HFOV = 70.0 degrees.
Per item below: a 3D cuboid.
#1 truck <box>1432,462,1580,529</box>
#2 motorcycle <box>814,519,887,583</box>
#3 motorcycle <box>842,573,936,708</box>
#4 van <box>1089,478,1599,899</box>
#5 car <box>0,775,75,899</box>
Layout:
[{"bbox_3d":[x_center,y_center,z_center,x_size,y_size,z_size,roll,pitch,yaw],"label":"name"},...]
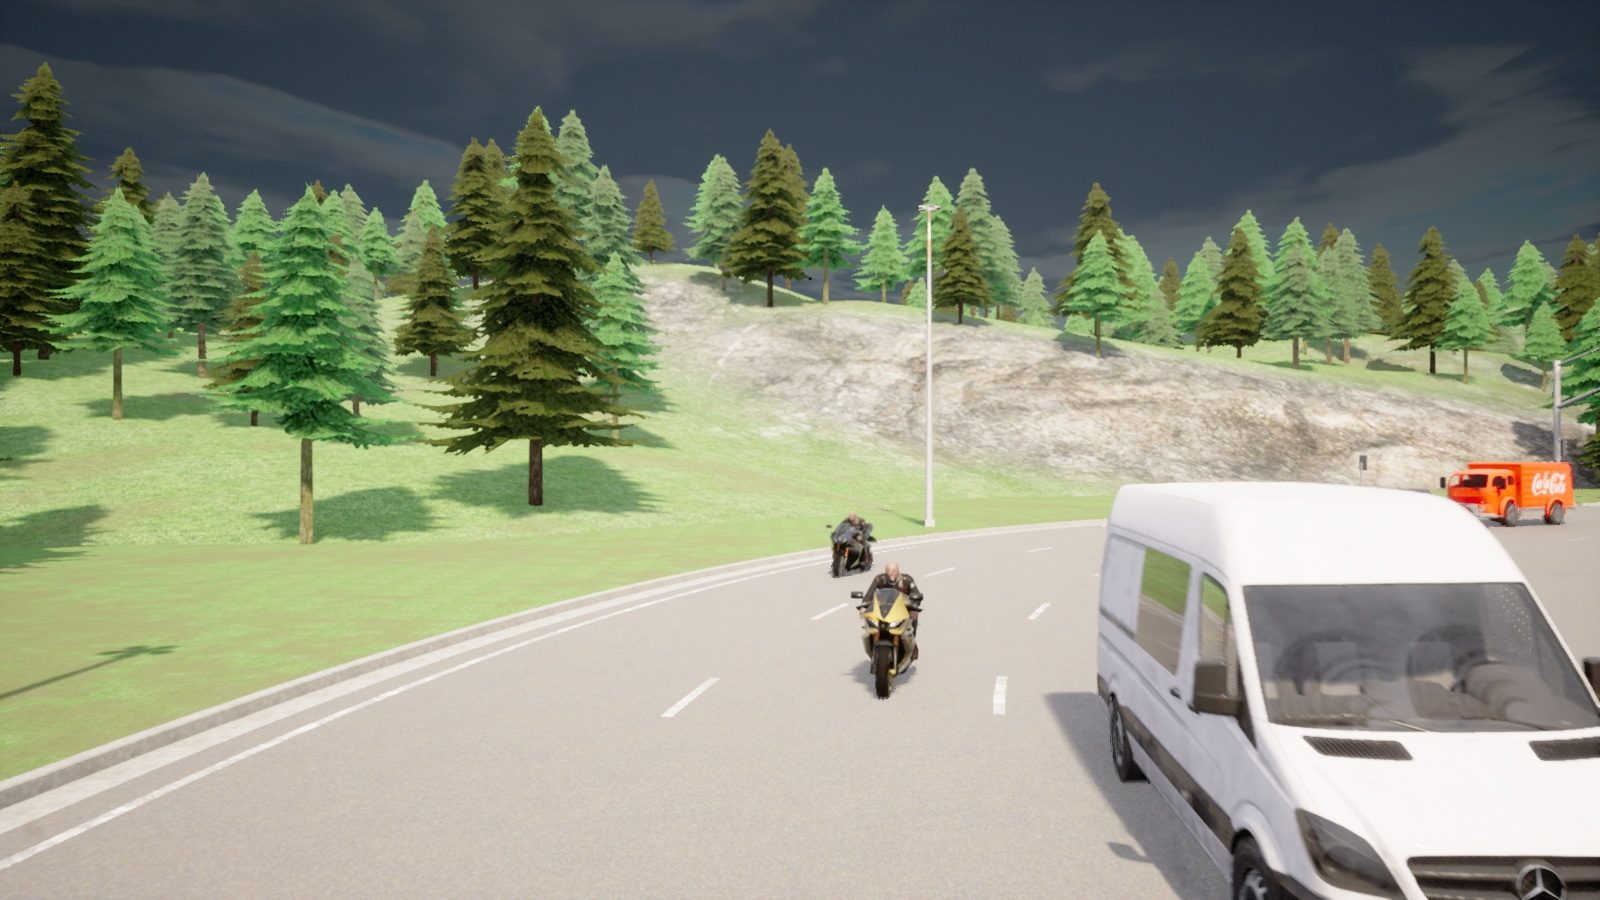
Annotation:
[{"bbox_3d":[27.445,1.698,44.422,5.204,2.467,2.627,0,-1,-29],"label":"truck"},{"bbox_3d":[1.194,2.283,26.263,0.867,1.251,2.209,2,1,25],"label":"motorcycle"},{"bbox_3d":[1.122,2.248,13.891,0.867,1.251,2.209,0,0,12],"label":"motorcycle"},{"bbox_3d":[3.582,1.562,8.033,1.988,2.561,5.915,-1,0,4],"label":"van"},{"bbox_3d":[-3.662,1.977,1.712,2.242,1.667,4.611,0,0,0],"label":"car"}]
